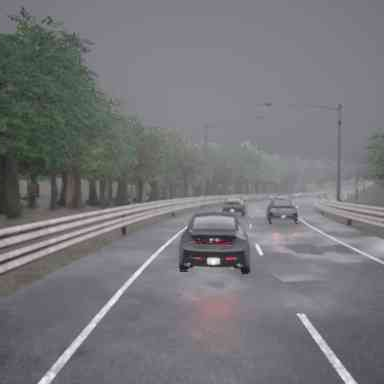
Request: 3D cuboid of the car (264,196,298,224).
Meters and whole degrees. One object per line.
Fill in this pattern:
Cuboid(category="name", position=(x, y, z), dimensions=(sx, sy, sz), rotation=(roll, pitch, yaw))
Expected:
Cuboid(category="car", position=(5.973, 1.249, 22.398), dimensions=(2.128, 1.511, 4.902), rotation=(1, 0, 11))

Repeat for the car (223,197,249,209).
Cuboid(category="car", position=(3.728, 1.196, 28.450), dimensions=(1.837, 1.490, 4.892), rotation=(0, 0, 13))

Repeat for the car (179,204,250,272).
Cuboid(category="car", position=(0.715, 1.348, 10.223), dimensions=(1.837, 1.490, 4.892), rotation=(0, 1, 5))
